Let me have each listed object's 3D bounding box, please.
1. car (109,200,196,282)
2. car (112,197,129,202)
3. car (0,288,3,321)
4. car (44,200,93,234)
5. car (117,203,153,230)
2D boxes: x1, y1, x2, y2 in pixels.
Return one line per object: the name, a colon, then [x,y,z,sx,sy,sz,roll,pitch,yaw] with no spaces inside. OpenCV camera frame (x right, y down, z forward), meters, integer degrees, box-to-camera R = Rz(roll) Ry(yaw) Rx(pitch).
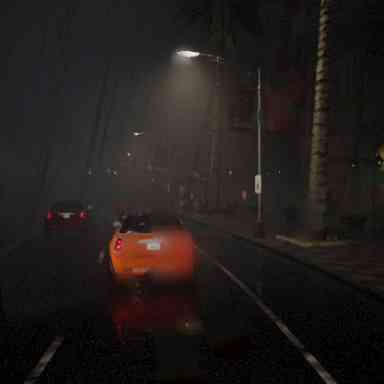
car: [-1.262,1.278,9.860,2.097,1.767,4.553,0,0,-10]
car: [-7.288,1.269,34.578,1.812,1.442,4.674,0,1,-14]
car: [-3.769,1.480,3.228,1.837,1.490,4.892,0,1,-3]
car: [-6.709,1.213,18.473,2.097,1.767,4.553,0,0,-14]
car: [-3.729,1.444,21.061,1.895,1.301,4.718,0,0,-14]
